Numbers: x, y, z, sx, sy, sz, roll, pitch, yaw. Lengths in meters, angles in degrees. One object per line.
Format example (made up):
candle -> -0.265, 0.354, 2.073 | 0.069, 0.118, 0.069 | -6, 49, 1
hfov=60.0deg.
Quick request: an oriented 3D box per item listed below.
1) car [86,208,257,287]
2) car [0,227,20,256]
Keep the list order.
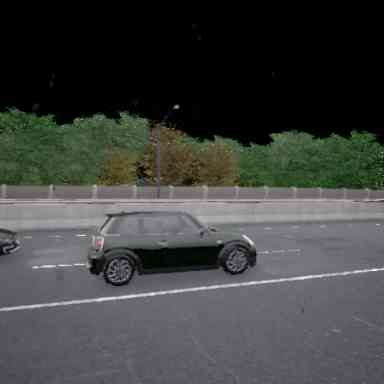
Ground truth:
car -> -0.502, 1.293, 9.140 | 4.553, 1.767, 2.097 | 0, 0, -20
car -> -7.995, 1.402, 10.153 | 4.892, 1.490, 1.837 | 0, 0, -20
